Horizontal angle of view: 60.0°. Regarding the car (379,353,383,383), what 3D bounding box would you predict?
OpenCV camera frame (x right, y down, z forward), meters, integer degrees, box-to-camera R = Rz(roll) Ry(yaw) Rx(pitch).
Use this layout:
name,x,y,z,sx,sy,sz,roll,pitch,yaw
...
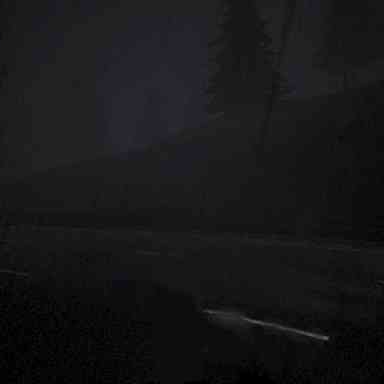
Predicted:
name,x,y,z,sx,sy,sz,roll,pitch,yaw
car,3.636,1.374,1.381,5.008,1.535,1.882,0,1,38
